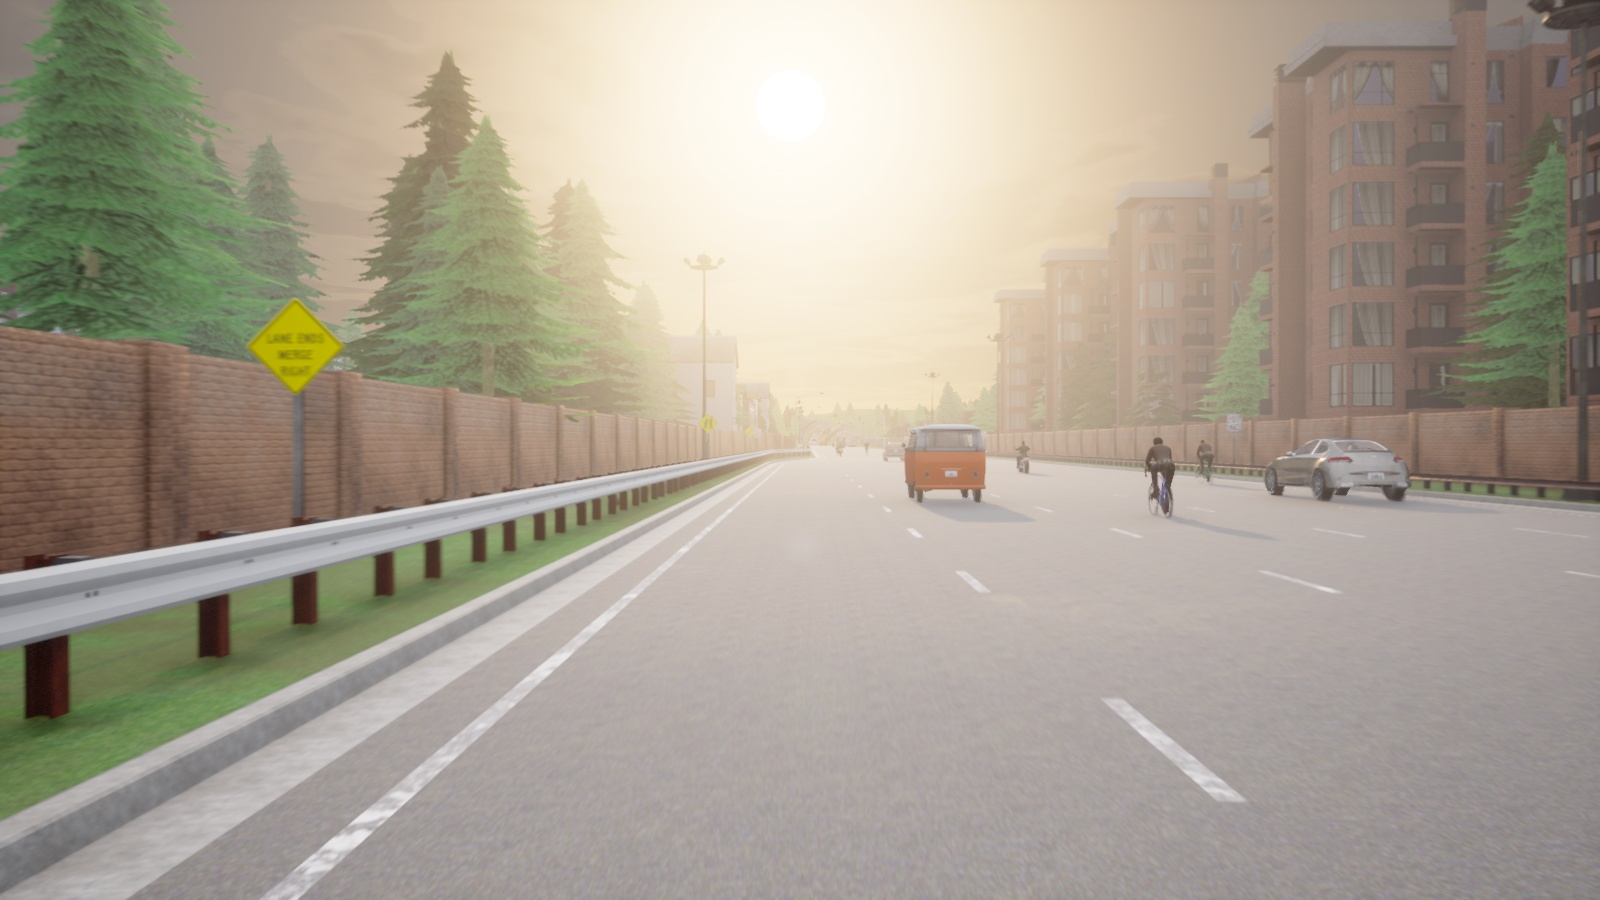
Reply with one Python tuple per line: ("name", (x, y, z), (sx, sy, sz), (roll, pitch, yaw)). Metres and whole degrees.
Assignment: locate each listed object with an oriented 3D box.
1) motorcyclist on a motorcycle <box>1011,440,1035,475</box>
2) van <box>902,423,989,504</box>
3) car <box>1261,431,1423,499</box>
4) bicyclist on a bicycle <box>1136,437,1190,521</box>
("motorcyclist on a motorcycle", (10.915, 0.361, 61.433), (0.766, 1.649, 2.350), (0, 0, 0))
("van", (3.728, 0.318, 32.789), (1.775, 1.987, 4.442), (0, 0, 0))
("car", (14.232, 0.349, 33.337), (2.152, 1.651, 5.027), (0, 0, 0))
("bicyclist on a bicycle", (7.203, 0.565, 24.983), (0.582, 1.620, 1.656), (0, 0, 0))
